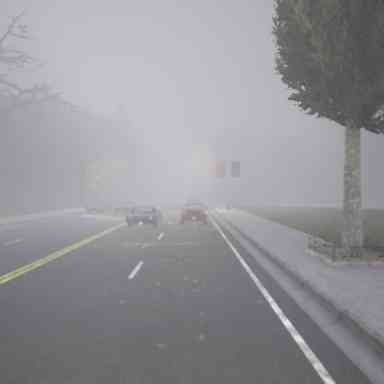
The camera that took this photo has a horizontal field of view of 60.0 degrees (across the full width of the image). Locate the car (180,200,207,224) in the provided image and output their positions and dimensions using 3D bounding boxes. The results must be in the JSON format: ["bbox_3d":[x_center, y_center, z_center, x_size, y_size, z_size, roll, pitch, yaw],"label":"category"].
[{"bbox_3d":[0.125,1.548,24.562,1.812,1.442,4.674,0,0,0],"label":"car"}]

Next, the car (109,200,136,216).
[{"bbox_3d":[-6.490,1.511,33.344,1.882,1.535,5.008,0,0,0],"label":"car"}]

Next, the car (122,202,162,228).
[{"bbox_3d":[-3.122,1.619,22.537,1.895,1.301,4.718,0,0,0],"label":"car"}]

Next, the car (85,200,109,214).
[{"bbox_3d":[-9.719,1.586,35.539,2.033,1.411,5.357,0,0,1],"label":"car"}]

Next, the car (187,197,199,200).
[{"bbox_3d":[0.153,1.420,41.719,2.097,1.767,4.553,0,0,0],"label":"car"}]
